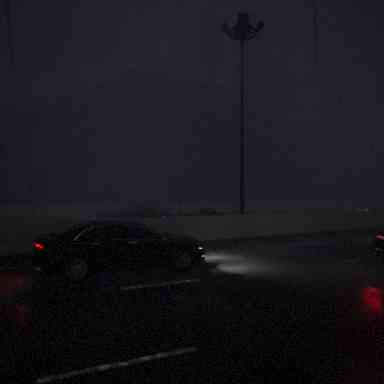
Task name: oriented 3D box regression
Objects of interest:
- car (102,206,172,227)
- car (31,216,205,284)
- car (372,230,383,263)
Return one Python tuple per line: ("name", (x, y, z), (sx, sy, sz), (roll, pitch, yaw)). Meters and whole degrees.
("car", (-4.007, 1.771, 24.419), (4.718, 1.301, 1.895), (0, 0, -26))
("car", (-1.978, 1.569, 9.693), (4.892, 1.490, 1.837), (1, -1, -25))
("car", (7.950, 1.594, 10.671), (4.902, 1.511, 2.128), (0, 0, -27))
